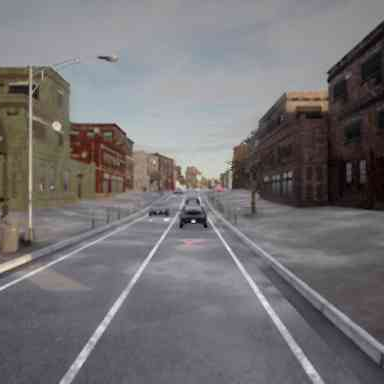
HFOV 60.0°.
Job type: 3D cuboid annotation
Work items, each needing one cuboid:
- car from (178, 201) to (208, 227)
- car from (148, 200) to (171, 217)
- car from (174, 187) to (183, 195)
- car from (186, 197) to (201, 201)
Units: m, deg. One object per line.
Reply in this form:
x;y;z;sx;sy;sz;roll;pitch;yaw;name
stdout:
0.092;1.626;23.617;1.837;1.490;4.892;0;0;0;car
-3.104;1.606;32.532;1.837;1.490;4.892;0;1;0;car
-2.994;-0.201;73.470;1.837;1.490;4.892;0;3;0;car
0.088;1.364;41.773;2.033;1.649;4.856;0;2;0;car
